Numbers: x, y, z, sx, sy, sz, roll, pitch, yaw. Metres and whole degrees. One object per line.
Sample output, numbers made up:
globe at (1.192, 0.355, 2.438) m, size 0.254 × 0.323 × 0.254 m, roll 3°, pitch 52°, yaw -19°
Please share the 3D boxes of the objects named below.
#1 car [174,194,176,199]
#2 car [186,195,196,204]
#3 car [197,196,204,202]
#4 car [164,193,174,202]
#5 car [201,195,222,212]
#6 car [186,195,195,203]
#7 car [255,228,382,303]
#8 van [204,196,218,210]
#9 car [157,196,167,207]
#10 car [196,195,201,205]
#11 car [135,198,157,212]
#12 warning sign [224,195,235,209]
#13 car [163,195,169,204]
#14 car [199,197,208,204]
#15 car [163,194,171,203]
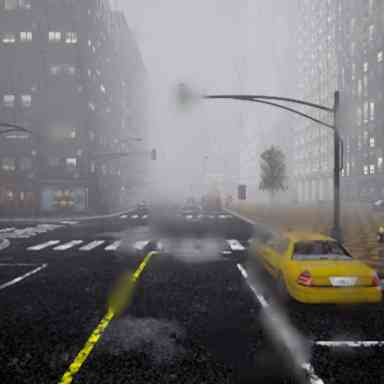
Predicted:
car at (-5.996, 1.896, 89.966) m, size 1.752 × 1.417 × 4.829 m, roll 0°, pitch 0°, yaw 0°
car at (-0.130, 1.774, 69.504) m, size 1.837 × 1.490 × 4.892 m, roll 0°, pitch 0°, yaw 0°
car at (2.383, 1.897, 90.334) m, size 1.752 × 1.417 × 4.829 m, roll 0°, pitch 0°, yaw 0°
car at (-5.960, 1.755, 79.083) m, size 1.967 × 1.590 × 4.097 m, roll 0°, pitch 0°, yaw 0°
car at (2.551, 1.454, 40.427) m, size 2.192 × 1.841 × 5.009 m, roll 0°, pitch 0°, yaw 0°
car at (-0.267, 1.673, 79.580) m, size 2.097 × 1.767 × 4.553 m, roll 0°, pitch 0°, yaw 0°
car at (2.660, 1.551, 8.183) m, size 1.752 × 1.417 × 4.829 m, roll 0°, pitch 0°, yaw 0°
van at (2.532, 1.502, 45.952) m, size 1.690 × 1.788 × 3.998 m, roll 0°, pitch 0°, yaw 0°
car at (-5.884, 1.761, 56.977) m, size 2.008 × 1.369 × 4.403 m, roll 0°, pitch 0°, yaw 0°
car at (2.476, 1.550, 62.532) m, size 2.192 × 1.841 × 5.009 m, roll 0°, pitch 0°, yaw 0°
car at (-5.828, 1.690, 40.397) m, size 2.008 × 1.369 × 4.403 m, roll 0°, pitch 0°, yaw 0°
warning sign at (4.926, 1.267, 43.692) m, size 1.300 × 1.860 × 1.060 m, roll 0°, pitch 0°, yaw 0°
car at (-5.903, 1.780, 62.502) m, size 1.887 × 1.381 × 4.507 m, roll 0°, pitch 0°, yaw 0°
car at (2.439, 1.833, 73.585) m, size 1.887 × 1.381 × 4.507 m, roll 0°, pitch 0°, yaw 0°
car at (-5.923, 1.702, 68.030) m, size 1.967 × 1.590 × 4.097 m, roll 0°, pitch 0°, yaw 0°
